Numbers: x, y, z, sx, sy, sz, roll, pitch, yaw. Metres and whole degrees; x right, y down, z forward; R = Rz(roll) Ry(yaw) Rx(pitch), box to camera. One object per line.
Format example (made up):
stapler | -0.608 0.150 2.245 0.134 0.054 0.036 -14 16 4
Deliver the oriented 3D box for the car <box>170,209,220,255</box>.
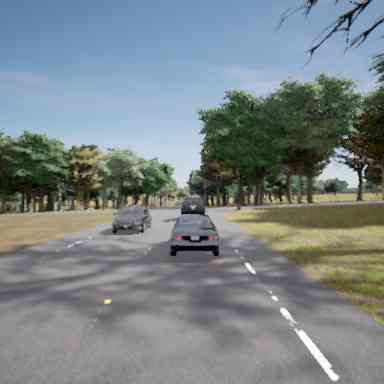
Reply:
car | 0.099 1.623 13.683 2.033 1.411 5.357 0 -1 0

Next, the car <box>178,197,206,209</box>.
car | 0.099 1.493 30.520 2.150 2.045 5.566 0 -1 0

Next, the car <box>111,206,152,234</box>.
car | -3.595 1.650 20.461 1.837 1.490 4.892 0 -1 0
